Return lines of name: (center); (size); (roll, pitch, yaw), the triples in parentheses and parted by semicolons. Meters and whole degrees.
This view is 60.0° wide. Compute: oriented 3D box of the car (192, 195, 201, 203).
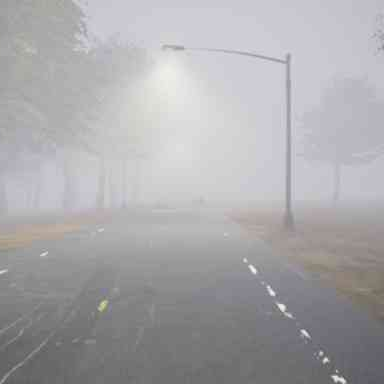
car: (1.027, 1.511, 72.176); (1.837, 1.490, 4.892); (0, 0, 0)

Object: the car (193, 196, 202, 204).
car: (1.028, 1.501, 66.174); (1.837, 1.490, 4.892); (0, 0, 0)

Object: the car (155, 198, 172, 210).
car: (-3.601, 1.516, 42.953); (2.033, 1.411, 5.357); (0, 0, 0)

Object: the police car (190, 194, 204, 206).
police car: (1.032, 1.406, 56.282); (1.930, 1.638, 5.238); (0, 0, 0)
